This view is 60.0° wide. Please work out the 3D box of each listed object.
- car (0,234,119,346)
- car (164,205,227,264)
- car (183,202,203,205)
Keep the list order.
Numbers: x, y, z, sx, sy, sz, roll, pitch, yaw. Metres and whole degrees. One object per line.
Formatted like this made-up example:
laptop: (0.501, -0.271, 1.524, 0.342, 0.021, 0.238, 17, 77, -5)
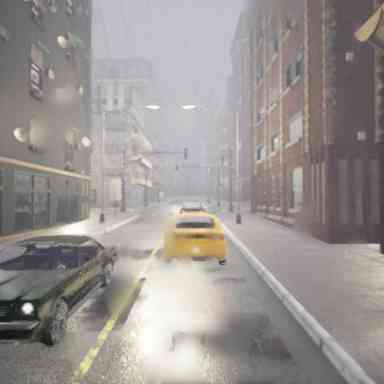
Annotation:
car: (-2.843, 1.583, 6.441, 1.895, 1.301, 4.718, 0, 0, 0)
car: (0.092, 1.447, 11.693, 1.882, 1.535, 5.008, 0, 0, 0)
car: (0.077, 1.436, 23.538, 2.128, 1.511, 4.902, 0, 0, 2)
